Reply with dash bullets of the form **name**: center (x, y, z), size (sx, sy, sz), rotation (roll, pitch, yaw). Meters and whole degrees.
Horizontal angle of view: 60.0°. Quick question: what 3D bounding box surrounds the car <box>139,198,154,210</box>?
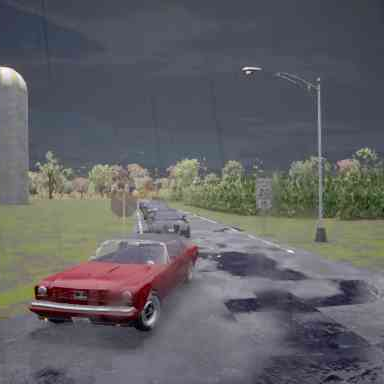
- **car**: center (-6.650, 1.694, 48.172), size (1.882, 1.535, 5.008), rotation (-1, 0, -10)

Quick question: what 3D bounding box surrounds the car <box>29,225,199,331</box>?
- **car**: center (-1.205, 1.653, 7.197), size (1.895, 1.301, 4.718), rotation (0, 0, 13)

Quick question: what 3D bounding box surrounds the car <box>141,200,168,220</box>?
- **car**: center (-2.259, 1.600, 23.440), size (2.128, 1.511, 4.902), rotation (-1, 0, -10)

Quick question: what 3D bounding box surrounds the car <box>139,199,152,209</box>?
- **car**: center (-4.390, 1.709, 35.731), size (2.033, 1.411, 5.357), rotation (-1, 0, -10)

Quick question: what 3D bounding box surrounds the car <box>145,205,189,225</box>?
- **car**: center (-1.315, 1.649, 17.793), size (1.994, 1.385, 4.181), rotation (-1, 0, -10)

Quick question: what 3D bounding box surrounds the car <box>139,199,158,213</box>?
- **car**: center (-5.534, 1.681, 42.085), size (2.128, 1.511, 4.902), rotation (-1, 0, -10)

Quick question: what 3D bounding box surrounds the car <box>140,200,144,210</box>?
- **car**: center (-3.361, 1.700, 29.864), size (1.994, 1.385, 4.181), rotation (-1, 0, -10)
